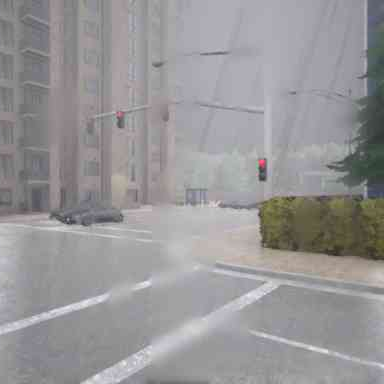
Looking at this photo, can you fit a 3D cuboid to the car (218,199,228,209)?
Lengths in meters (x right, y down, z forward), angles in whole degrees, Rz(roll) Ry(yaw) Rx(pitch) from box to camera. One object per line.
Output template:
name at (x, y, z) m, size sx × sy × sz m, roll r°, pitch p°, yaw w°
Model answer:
car at (5.589, 1.546, 45.343) m, size 2.033 × 1.411 × 5.357 m, roll 0°, pitch 0°, yaw 37°

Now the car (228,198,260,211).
car at (6.994, 1.546, 41.364) m, size 2.033 × 1.411 × 5.357 m, roll 0°, pitch 0°, yaw 37°

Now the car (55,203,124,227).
car at (-6.666, 1.562, 22.677) m, size 1.994 × 1.385 × 4.181 m, roll 0°, pitch 0°, yaw 36°

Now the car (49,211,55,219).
car at (-8.414, 1.546, 26.360) m, size 2.033 × 1.411 × 5.357 m, roll 0°, pitch 0°, yaw 38°
